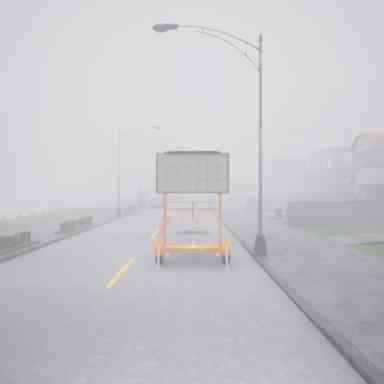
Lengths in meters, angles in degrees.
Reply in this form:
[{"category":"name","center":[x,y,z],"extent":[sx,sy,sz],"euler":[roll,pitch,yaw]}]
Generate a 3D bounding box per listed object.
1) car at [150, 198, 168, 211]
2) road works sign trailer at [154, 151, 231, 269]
[{"category":"car","center":[-4.012,1.487,41.015],"extent":[2.033,1.411,5.357],"euler":[0,0,0]},{"category":"road works sign trailer","center":[0.022,0.448,11.029],"extent":[2.380,3.560,2.880],"euler":[0,0,0]}]
